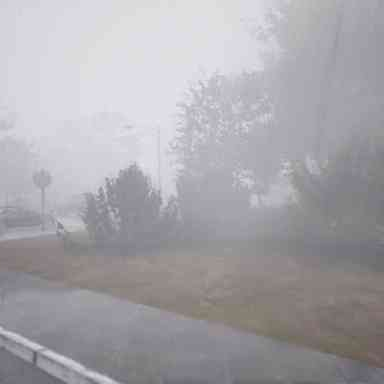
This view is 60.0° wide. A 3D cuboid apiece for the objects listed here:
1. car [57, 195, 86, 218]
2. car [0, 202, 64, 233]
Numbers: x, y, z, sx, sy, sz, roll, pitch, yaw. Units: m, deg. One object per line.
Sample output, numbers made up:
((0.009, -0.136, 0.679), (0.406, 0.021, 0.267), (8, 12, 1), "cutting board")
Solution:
((-11.641, 1.345, 32.371), (2.150, 2.045, 5.566), (0, 0, 32), "car")
((-10.797, 1.584, 20.396), (2.128, 1.511, 4.902), (0, 0, 32), "car")
